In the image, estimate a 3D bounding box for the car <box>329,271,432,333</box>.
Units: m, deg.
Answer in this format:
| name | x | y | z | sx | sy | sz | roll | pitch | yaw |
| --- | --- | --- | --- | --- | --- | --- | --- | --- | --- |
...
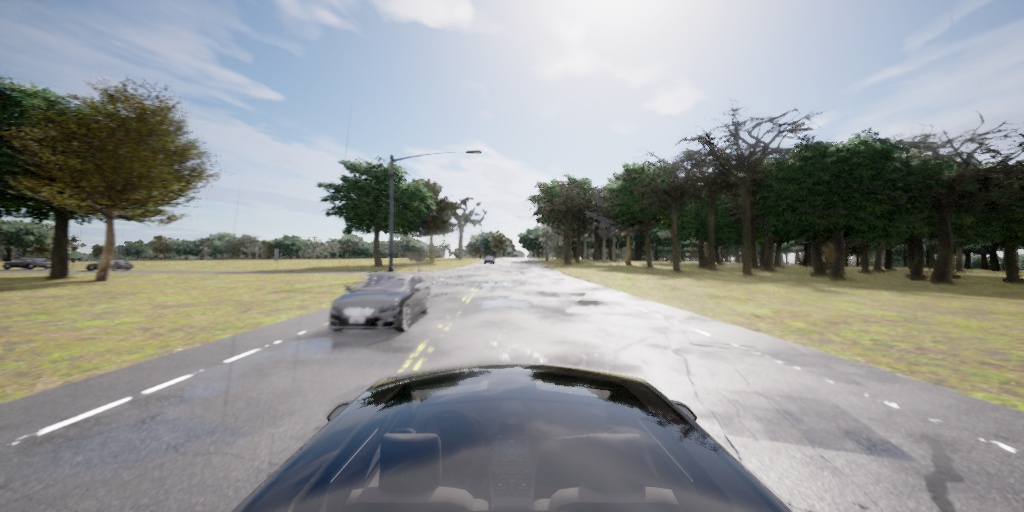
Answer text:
| name | x | y | z | sx | sy | sz | roll | pitch | yaw |
| --- | --- | --- | --- | --- | --- | --- | --- | --- | --- |
| car | -3.681 | 1.240 | 10.831 | 2.128 | 1.511 | 4.902 | 0 | 0 | -2 |
